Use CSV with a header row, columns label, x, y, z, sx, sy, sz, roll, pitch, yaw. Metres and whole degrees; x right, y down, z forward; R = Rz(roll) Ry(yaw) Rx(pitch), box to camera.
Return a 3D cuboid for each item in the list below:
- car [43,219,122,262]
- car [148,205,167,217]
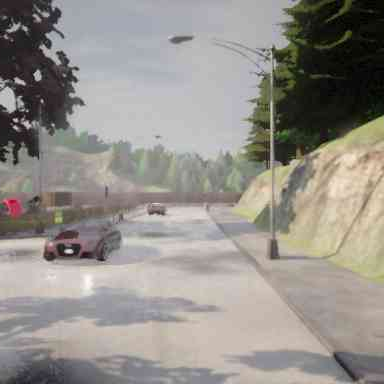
label,x,y,z,sx,sy,sz,roll,pitch,yaw
car,-4.001,1.754,12.788,1.994,1.385,4.181,0,-1,0
car,-4.008,2.141,38.812,1.895,1.301,4.718,0,-1,0
